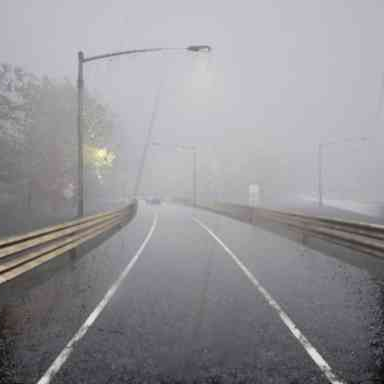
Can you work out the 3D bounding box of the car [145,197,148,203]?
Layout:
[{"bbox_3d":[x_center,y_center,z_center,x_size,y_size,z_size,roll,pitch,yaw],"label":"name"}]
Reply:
[{"bbox_3d":[-9.741,1.927,77.203,2.128,1.511,4.902,0,0,-14],"label":"car"}]

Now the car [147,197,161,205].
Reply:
[{"bbox_3d":[-7.387,1.914,67.262,1.837,1.490,4.892,0,0,-13],"label":"car"}]
